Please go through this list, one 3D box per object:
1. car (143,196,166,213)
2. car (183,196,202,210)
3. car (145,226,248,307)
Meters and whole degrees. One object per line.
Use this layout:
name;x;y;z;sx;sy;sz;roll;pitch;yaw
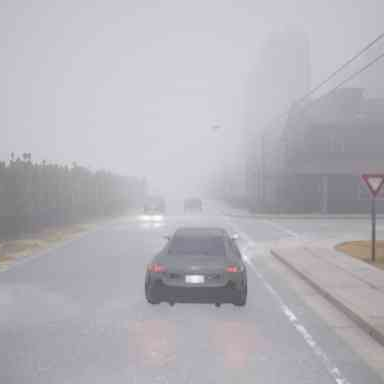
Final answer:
car;-3.580;1.184;32.640;2.128;1.511;4.902;0;1;0
car;0.101;1.136;36.294;1.882;1.535;5.008;0;1;0
car;0.195;1.489;7.886;1.994;1.385;4.181;0;1;4
